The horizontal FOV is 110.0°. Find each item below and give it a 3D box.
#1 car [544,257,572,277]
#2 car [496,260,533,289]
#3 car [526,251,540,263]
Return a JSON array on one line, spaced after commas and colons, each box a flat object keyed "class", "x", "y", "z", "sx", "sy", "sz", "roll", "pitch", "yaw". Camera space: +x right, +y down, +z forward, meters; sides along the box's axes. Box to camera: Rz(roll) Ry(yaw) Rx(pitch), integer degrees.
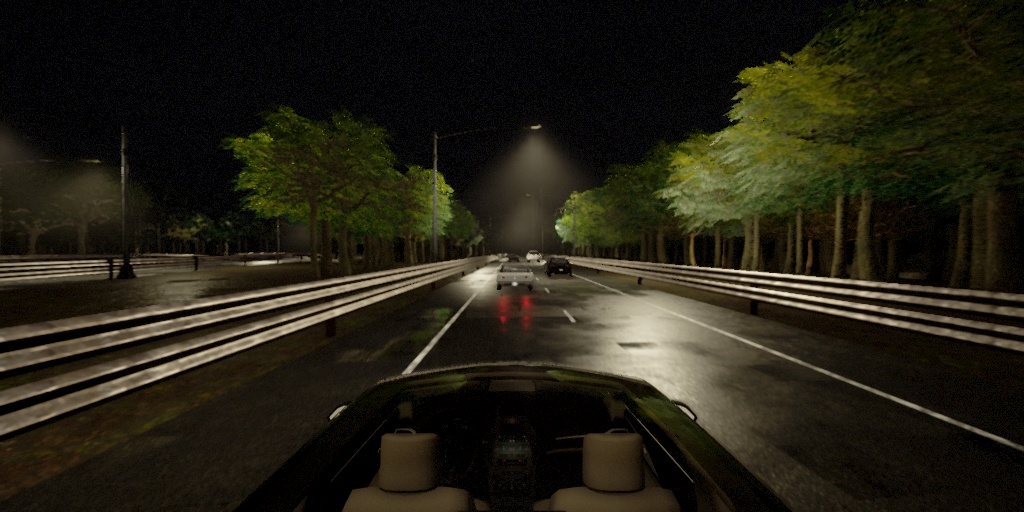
[{"class": "car", "x": 3.687, "y": 0.852, "z": 29.315, "sx": 1.882, "sy": 1.535, "sz": 5.008, "roll": 0, "pitch": 1, "yaw": 0}, {"class": "car", "x": 0.151, "y": 1.091, "z": 20.254, "sx": 1.895, "sy": 1.301, "sz": 4.718, "roll": 0, "pitch": 1, "yaw": 0}, {"class": "car", "x": 3.808, "y": 0.129, "z": 65.345, "sx": 2.150, "sy": 2.045, "sz": 5.566, "roll": 0, "pitch": 0, "yaw": 0}]
